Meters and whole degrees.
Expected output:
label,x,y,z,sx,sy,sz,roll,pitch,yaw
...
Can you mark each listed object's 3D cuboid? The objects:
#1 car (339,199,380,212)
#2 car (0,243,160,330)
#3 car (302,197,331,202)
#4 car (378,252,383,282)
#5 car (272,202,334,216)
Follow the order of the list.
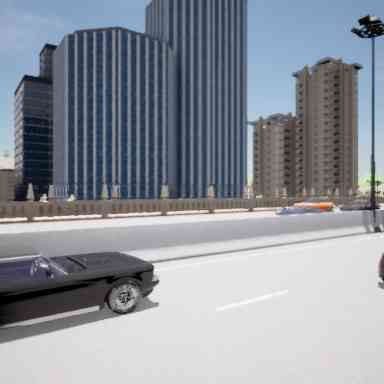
label,x,y,z,sx,sy,sz,roll,pitch,yaw
car,16.114,1.497,31.892,4.892,1.490,1.837,0,0,-34
car,-2.978,1.597,5.905,4.718,1.301,1.895,0,0,-35
car,12.255,1.342,33.508,4.553,1.767,2.097,0,0,-34
car,6.469,1.563,8.199,4.181,1.385,1.994,0,0,-34
car,7.022,1.557,21.527,4.181,1.385,1.994,0,0,-34
